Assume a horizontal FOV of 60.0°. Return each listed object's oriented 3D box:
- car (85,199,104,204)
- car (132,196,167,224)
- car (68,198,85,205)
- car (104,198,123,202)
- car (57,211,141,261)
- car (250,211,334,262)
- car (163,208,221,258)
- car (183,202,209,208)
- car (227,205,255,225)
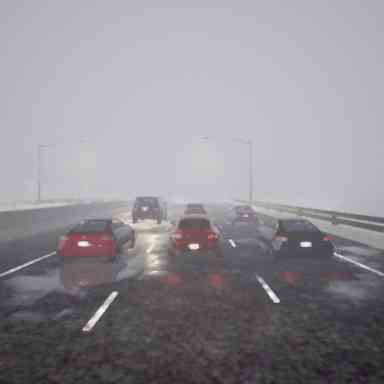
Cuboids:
[{"bbox_3d":[-16.524,1.847,58.141,1.994,1.385,4.181,0,0,2],"label":"car"},{"bbox_3d":[-3.248,1.336,26.109,2.150,2.045,5.566,0,0,1],"label":"car"},{"bbox_3d":[-20.018,1.775,58.239,2.128,1.511,4.902,0,0,2],"label":"car"},{"bbox_3d":[-13.028,1.832,57.993,2.033,1.411,5.357,0,0,3],"label":"car"},{"bbox_3d":[-3.393,1.614,12.507,1.994,1.385,4.181,0,0,1],"label":"car"},{"bbox_3d":[3.606,1.616,12.407,1.994,1.385,4.181,0,0,1],"label":"car"},{"bbox_3d":[0.113,1.578,12.935,1.812,1.442,4.674,0,0,1],"label":"car"},{"bbox_3d":[0.285,1.626,27.187,1.837,1.490,4.892,0,0,2],"label":"car"},{"bbox_3d":[3.724,1.658,24.951,2.033,1.411,5.357,0,0,1],"label":"car"}]
